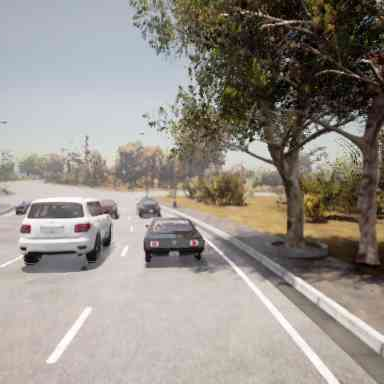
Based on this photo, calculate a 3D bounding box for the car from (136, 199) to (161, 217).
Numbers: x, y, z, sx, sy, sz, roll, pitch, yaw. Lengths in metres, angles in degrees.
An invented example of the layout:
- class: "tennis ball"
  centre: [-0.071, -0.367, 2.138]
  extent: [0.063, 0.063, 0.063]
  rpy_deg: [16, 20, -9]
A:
- class: "car"
  centre: [-3.847, 1.333, 29.087]
  extent: [1.812, 1.442, 4.674]
  rpy_deg: [-1, 1, -14]

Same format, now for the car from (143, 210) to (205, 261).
- class: "car"
  centre: [-0.779, 1.577, 12.266]
  extent: [1.895, 1.301, 4.718]
  rpy_deg: [0, 0, -6]

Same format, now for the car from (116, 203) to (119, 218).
- class: "car"
  centre: [-7.297, 1.383, 28.481]
  extent: [1.812, 1.442, 4.674]
  rpy_deg: [-1, 1, -14]

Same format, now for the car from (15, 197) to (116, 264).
- class: "car"
  centre: [-4.265, 1.223, 12.074]
  extent: [2.150, 2.045, 5.566]
  rpy_deg: [0, 0, -7]

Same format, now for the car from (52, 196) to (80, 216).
- class: "car"
  centre: [-12.096, 1.281, 32.161]
  extent: [2.128, 1.511, 4.902]
  rpy_deg: [-1, 2, -17]
